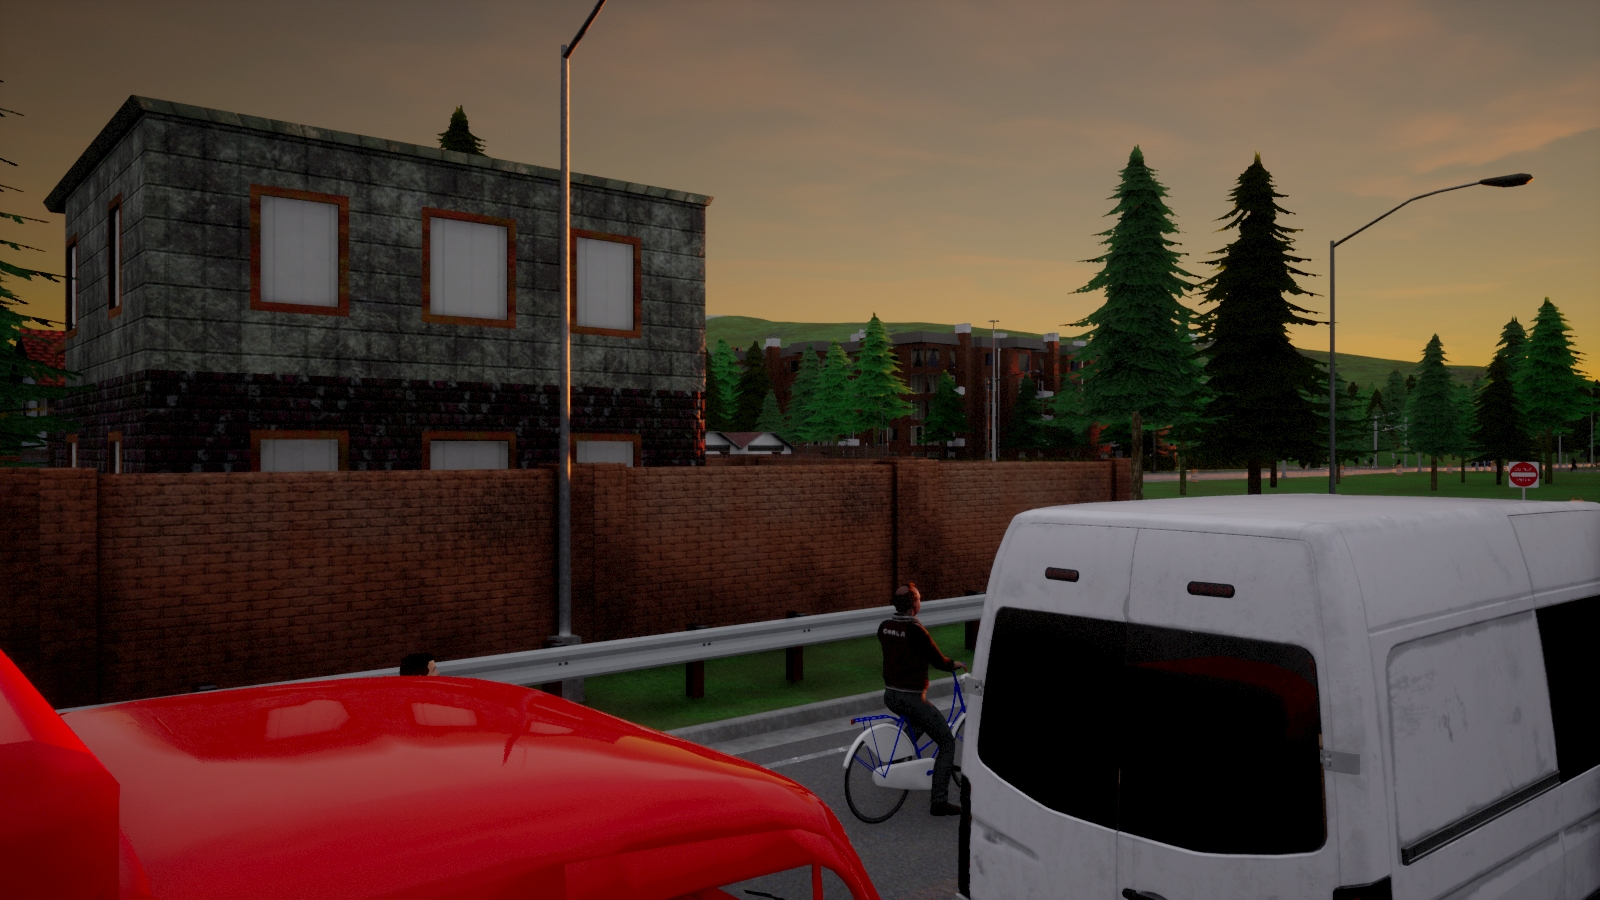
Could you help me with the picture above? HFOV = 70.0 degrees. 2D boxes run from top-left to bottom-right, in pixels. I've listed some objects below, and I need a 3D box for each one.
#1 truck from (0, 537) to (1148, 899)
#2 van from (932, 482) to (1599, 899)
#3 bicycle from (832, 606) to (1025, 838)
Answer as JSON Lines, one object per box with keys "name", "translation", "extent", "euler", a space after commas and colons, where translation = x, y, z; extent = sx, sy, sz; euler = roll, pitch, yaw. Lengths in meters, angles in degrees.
{"name": "truck", "translation": [-2.109, 1.568, 1.686], "extent": [5.204, 2.467, 2.627], "euler": [0, 0, -40]}
{"name": "van", "translation": [3.509, 1.534, 6.458], "extent": [5.915, 2.561, 1.988], "euler": [0, 0, -40]}
{"name": "bicycle", "translation": [1.045, 2.060, 8.955], "extent": [1.835, 1.471, 0.329], "euler": [0, 0, -40]}
